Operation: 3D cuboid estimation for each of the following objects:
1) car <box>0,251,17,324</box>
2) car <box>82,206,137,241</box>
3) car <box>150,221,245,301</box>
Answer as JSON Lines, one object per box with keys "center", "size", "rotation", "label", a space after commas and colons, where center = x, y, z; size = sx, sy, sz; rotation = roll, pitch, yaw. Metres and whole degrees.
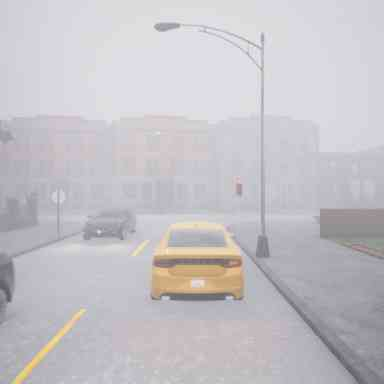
{"center": [-4.088, 1.492, 4.026], "size": [2.128, 1.511, 4.902], "rotation": [0, 0, 0], "label": "car"}
{"center": [-4.005, 1.506, 16.822], "size": [1.837, 1.490, 4.892], "rotation": [0, 0, 0], "label": "car"}
{"center": [0.110, 1.477, 8.396], "size": [1.882, 1.535, 5.008], "rotation": [0, 0, 0], "label": "car"}
